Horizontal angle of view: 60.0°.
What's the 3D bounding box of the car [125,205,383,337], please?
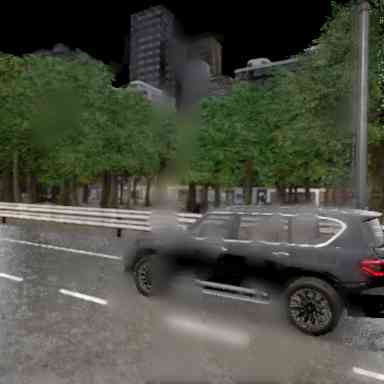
[{"bbox_3d":[1.157,1.287,7.022,5.566,2.045,2.150,1,0,32],"label":"car"}]
